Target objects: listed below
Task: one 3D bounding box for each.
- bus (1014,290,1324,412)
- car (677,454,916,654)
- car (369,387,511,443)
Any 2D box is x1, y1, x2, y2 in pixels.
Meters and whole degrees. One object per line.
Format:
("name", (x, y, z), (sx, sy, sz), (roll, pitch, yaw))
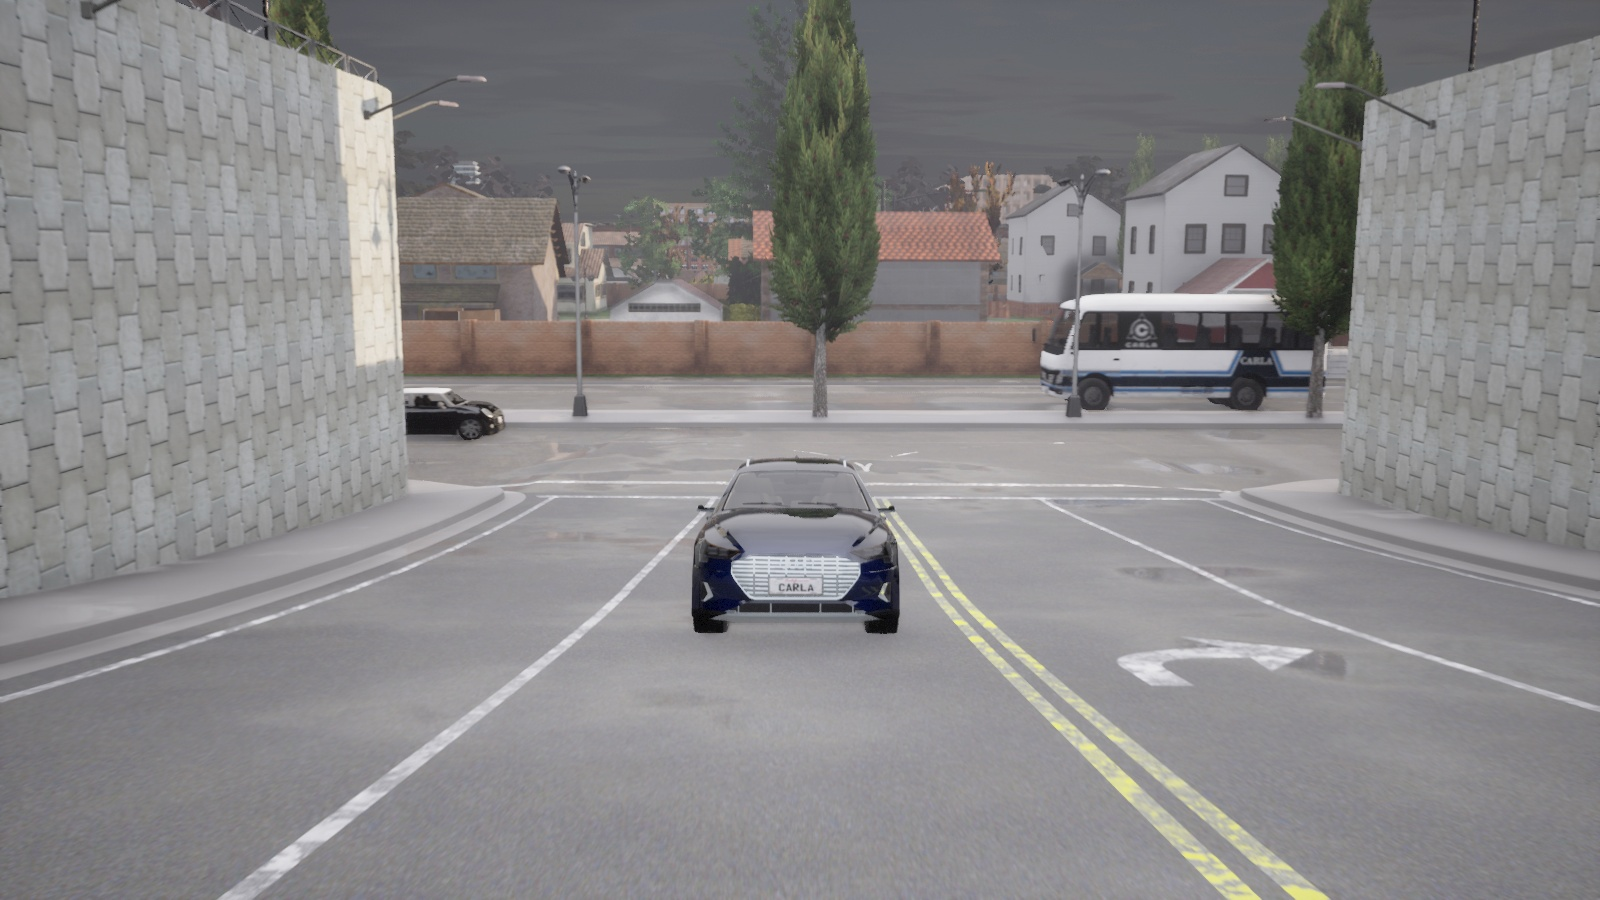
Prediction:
("bus", (13.562, -3.792, 47.059), (10.273, 4.253, 3.944), (0, 9, -1))
("car", (-0.032, 0.891, 13.127), (2.033, 1.649, 4.856), (0, 0, 0))
("car", (-11.058, -1.091, 38.791), (3.806, 1.475, 1.970), (0, 9, -1))
